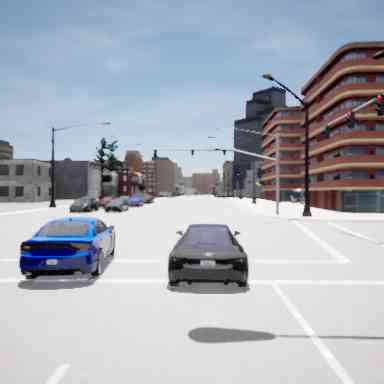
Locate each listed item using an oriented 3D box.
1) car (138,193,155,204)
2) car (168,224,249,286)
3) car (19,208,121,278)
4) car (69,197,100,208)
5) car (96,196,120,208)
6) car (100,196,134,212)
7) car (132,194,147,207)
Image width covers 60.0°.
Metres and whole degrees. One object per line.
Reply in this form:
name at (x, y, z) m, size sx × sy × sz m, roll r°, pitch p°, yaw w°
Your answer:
car at (-7.705, 1.256, 57.924) m, size 1.837 × 1.490 × 4.892 m, roll 0°, pitch 1°, yaw 3°
car at (0.463, 1.594, 9.573) m, size 1.994 × 1.385 × 4.181 m, roll 0°, pitch 0°, yaw 3°
car at (-3.549, 1.500, 10.297) m, size 1.882 × 1.535 × 5.008 m, roll 0°, pitch 0°, yaw -6°
car at (-12.055, 1.350, 37.414) m, size 2.097 × 1.767 × 4.553 m, roll 0°, pitch 0°, yaw 2°
car at (-11.683, 1.381, 46.544) m, size 1.882 × 1.535 × 5.008 m, roll 0°, pitch 1°, yaw 2°
car at (-8.520, 1.538, 38.341) m, size 2.033 × 1.411 × 5.357 m, roll 0°, pitch 0°, yaw 2°
car at (-8.142, 1.415, 47.917) m, size 1.812 × 1.442 × 4.674 m, roll 0°, pitch 1°, yaw 3°
